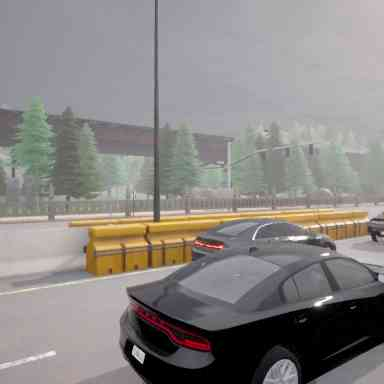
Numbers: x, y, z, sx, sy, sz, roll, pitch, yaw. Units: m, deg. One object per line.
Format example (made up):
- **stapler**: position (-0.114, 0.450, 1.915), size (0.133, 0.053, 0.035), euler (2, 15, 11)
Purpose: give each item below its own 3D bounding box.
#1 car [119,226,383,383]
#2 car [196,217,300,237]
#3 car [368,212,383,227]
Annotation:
- **car**: position (1.474, 1.478, 4.798), size (5.008, 1.535, 1.882), euler (0, 0, -36)
- **car**: position (2.242, 1.505, 9.650), size (4.892, 1.490, 1.837), euler (0, 0, -35)
- **car**: position (9.909, 1.491, 15.124), size (4.902, 1.511, 2.128), euler (0, 0, -36)
